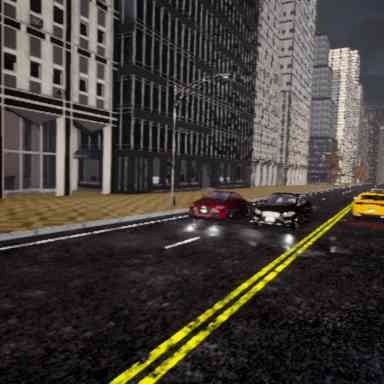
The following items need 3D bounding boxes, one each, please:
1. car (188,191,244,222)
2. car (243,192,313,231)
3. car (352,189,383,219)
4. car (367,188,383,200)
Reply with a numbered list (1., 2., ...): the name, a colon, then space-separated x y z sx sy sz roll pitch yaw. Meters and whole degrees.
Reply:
1. car: 1.542 0.642 17.205 1.994 1.385 4.181 4 4 30
2. car: 4.419 0.777 15.695 2.128 1.511 4.902 4 4 30
3. car: 10.948 0.791 20.194 1.882 1.535 5.008 4 4 30
4. car: 23.233 0.238 41.747 1.895 1.301 4.718 4 4 30
